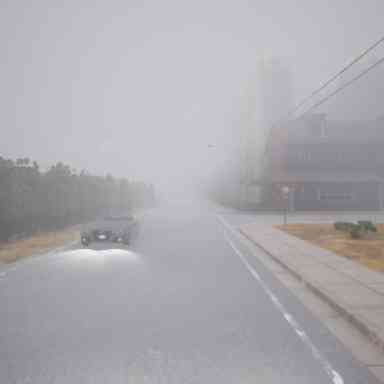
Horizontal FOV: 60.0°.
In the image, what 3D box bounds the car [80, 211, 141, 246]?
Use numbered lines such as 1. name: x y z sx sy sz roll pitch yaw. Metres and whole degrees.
1. car: -3.559 1.593 15.210 1.994 1.385 4.181 0 0 0
